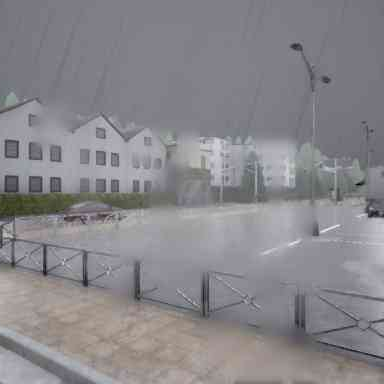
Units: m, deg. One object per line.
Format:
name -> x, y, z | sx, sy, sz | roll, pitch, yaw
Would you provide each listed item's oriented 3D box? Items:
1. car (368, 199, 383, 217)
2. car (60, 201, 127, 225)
car -> 15.454, 1.298, 26.789 | 2.007, 1.523, 4.514 | 0, 0, 35
car -> -6.490, 1.334, 22.226 | 1.812, 1.442, 4.674 | 0, 0, 35
